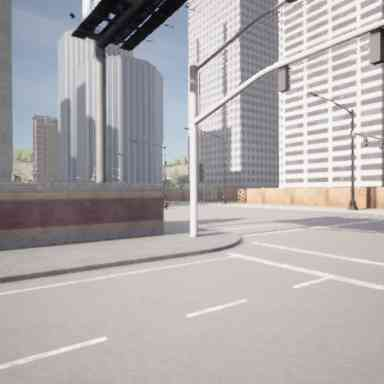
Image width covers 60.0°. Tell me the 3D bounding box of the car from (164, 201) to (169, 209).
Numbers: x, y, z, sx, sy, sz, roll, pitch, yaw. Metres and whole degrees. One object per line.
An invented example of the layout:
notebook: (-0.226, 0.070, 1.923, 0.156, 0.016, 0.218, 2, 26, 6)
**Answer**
car: (-4.769, 1.343, 41.839, 1.882, 1.535, 5.008, 0, 0, -35)
